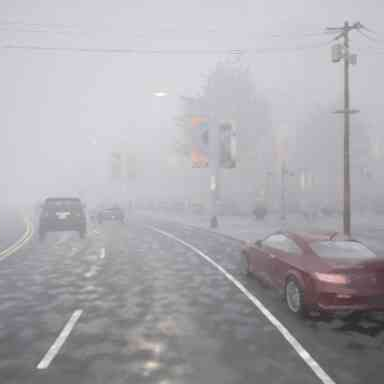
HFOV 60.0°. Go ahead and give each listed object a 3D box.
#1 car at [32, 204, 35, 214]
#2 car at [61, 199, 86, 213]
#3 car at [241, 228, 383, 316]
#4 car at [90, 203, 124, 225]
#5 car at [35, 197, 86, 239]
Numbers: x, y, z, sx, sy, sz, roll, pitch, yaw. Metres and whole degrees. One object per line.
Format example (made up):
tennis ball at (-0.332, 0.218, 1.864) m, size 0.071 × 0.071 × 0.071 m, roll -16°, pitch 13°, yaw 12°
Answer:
car at (-15.408, 1.593, 34.586) m, size 1.837 × 1.490 × 4.892 m, roll 0°, pitch 0°, yaw -28°
car at (-14.371, 1.641, 40.043) m, size 2.033 × 1.411 × 5.357 m, roll 0°, pitch 0°, yaw -28°
car at (2.527, 1.524, 7.479) m, size 2.002 × 1.452 × 4.674 m, roll 0°, pitch 0°, yaw -9°
car at (-6.461, 1.543, 25.023) m, size 2.128 × 1.511 × 4.902 m, roll 0°, pitch 0°, yaw -26°
car at (-6.994, 1.265, 18.026) m, size 2.150 × 2.045 × 5.566 m, roll 0°, pitch 0°, yaw -21°
